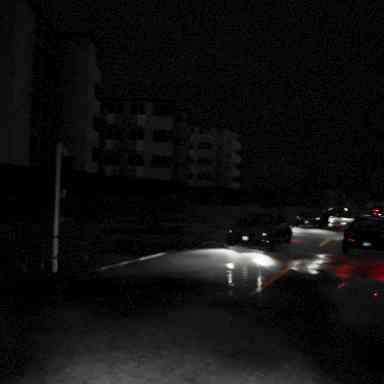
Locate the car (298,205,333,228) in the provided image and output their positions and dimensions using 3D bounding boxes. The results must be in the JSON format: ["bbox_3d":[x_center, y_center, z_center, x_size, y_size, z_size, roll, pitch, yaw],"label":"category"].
[{"bbox_3d":[9.225,1.864,25.309,1.812,1.442,4.674,2,0,30],"label":"car"}]

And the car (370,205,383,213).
[{"bbox_3d":[22.551,2.346,39.871,1.837,1.490,4.892,2,0,30],"label":"car"}]

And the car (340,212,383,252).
[{"bbox_3d":[7.738,1.813,14.484,1.812,1.442,4.674,2,0,31],"label":"car"}]

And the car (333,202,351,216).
[{"bbox_3d":[17.640,2.003,39.607,2.097,1.767,4.553,2,0,31],"label":"car"}]

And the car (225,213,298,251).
[{"bbox_3d":[3.100,1.673,14.812,1.994,1.385,4.181,2,0,30],"label":"car"}]
